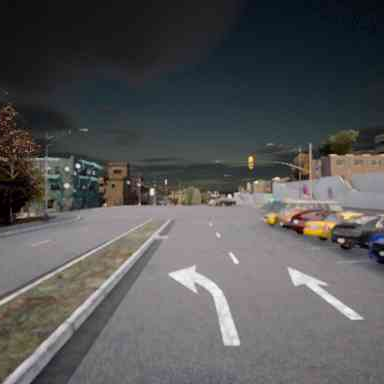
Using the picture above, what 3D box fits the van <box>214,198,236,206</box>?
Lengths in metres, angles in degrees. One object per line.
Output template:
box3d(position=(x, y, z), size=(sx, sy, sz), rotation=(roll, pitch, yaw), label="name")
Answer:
box3d(position=(8.078, 2.359, 77.970), size=(4.442, 1.987, 1.878), rotation=(2, -2, -20), label="van")

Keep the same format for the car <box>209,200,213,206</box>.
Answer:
box3d(position=(8.024, 2.926, 86.867), size=(5.366, 1.575, 1.946), rotation=(2, -2, -20), label="car")

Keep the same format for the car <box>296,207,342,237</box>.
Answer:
box3d(position=(8.269, 1.714, 16.848), size=(5.366, 1.575, 1.946), rotation=(1, -1, -20), label="car")

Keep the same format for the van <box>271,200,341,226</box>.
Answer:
box3d(position=(7.998, 1.577, 22.708), size=(4.442, 1.987, 1.878), rotation=(1, -1, -20), label="van")

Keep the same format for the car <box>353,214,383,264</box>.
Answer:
box3d(position=(8.092, 1.628, 10.816), size=(5.008, 1.535, 2.097), rotation=(1, -1, -20), label="car")

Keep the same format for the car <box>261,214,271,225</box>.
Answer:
box3d(position=(7.936, 1.844, 25.663), size=(5.366, 1.575, 1.946), rotation=(1, -1, -20), label="car")

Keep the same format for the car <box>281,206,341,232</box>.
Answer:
box3d(position=(8.125, 1.789, 19.777), size=(4.792, 1.488, 2.163), rotation=(1, -1, -20), label="car")

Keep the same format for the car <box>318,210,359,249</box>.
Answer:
box3d(position=(8.084, 1.672, 13.801), size=(4.892, 1.521, 2.231), rotation=(1, -1, -20), label="car")
